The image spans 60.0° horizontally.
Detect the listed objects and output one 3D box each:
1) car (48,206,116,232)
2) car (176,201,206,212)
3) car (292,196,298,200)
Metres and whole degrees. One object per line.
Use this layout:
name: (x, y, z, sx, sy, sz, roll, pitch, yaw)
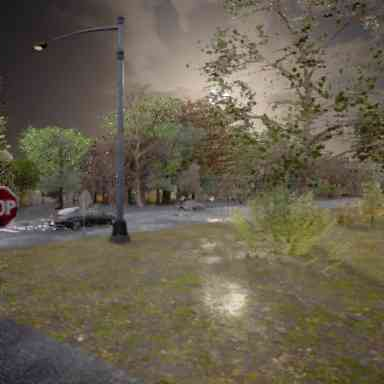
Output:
car: (-6.478, 1.571, 20.480, 1.812, 1.442, 4.674, 0, 0, 36)
car: (-0.109, 1.762, 41.182, 1.994, 1.385, 4.181, 0, 0, 36)
car: (22.855, 1.698, 72.847, 2.097, 1.767, 4.553, 0, 0, 36)
